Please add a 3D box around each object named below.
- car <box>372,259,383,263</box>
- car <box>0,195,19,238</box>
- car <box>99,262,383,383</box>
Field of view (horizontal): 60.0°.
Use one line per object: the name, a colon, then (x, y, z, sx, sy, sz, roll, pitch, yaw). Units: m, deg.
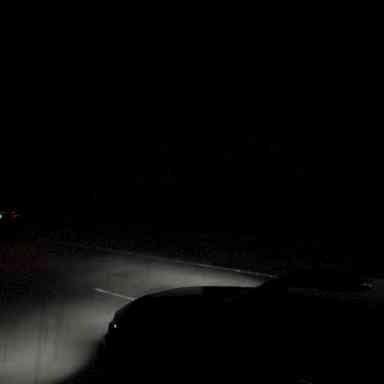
car: (4.940, 1.499, 4.767, 4.902, 1.511, 2.128, 0, 0, 36)
car: (-10.398, 1.135, 15.711, 5.566, 2.045, 2.150, 0, 0, 36)
car: (1.144, 1.521, 3.177, 4.674, 1.442, 1.812, 0, 0, 36)
